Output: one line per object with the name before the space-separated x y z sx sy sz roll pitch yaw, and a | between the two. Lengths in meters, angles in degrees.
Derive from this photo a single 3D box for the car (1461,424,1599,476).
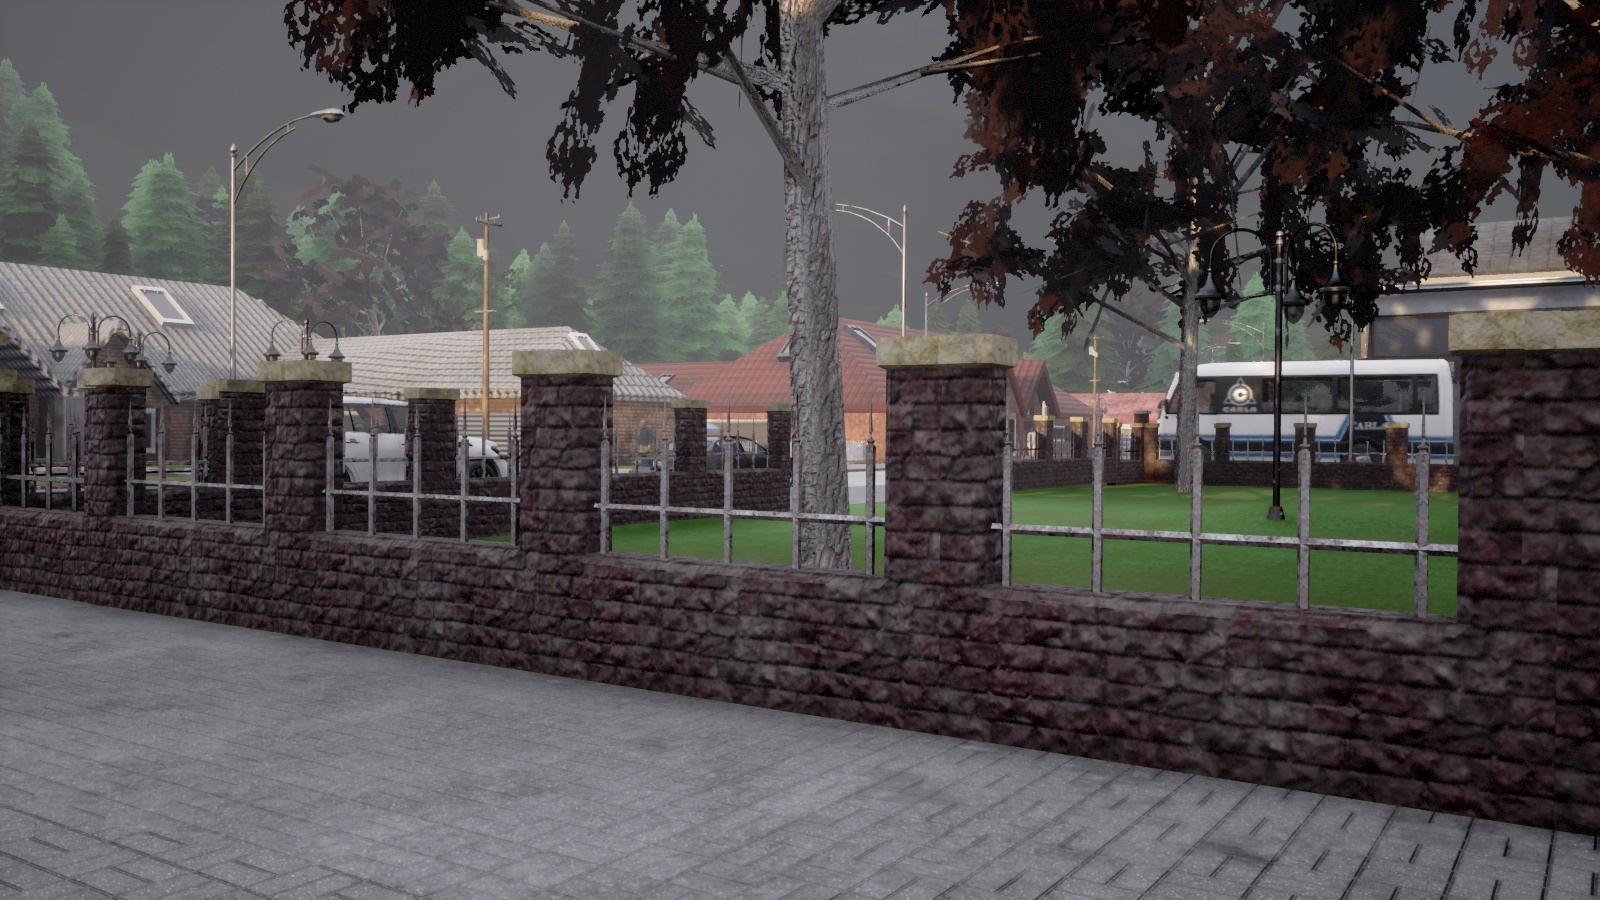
car | 23.066 -0.023 38.337 5.008 1.535 1.882 0 1 30

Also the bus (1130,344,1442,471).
bus | 17.704 -1.434 46.068 10.273 4.253 3.944 0 1 25

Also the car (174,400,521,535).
car | -7.683 0.219 22.017 2.150 2.045 5.566 0 1 32

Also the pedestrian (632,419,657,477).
pedestrian | -5.047 -0.071 40.842 0.402 1.842 0.726 0 1 33

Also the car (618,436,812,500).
car | -1.944 0.375 30.879 2.033 1.411 5.357 0 1 31
